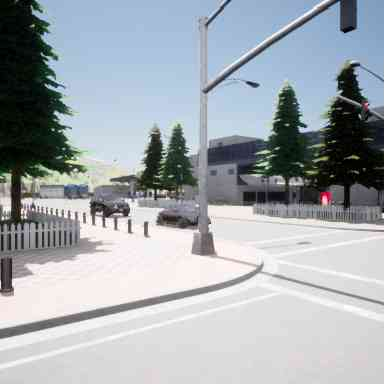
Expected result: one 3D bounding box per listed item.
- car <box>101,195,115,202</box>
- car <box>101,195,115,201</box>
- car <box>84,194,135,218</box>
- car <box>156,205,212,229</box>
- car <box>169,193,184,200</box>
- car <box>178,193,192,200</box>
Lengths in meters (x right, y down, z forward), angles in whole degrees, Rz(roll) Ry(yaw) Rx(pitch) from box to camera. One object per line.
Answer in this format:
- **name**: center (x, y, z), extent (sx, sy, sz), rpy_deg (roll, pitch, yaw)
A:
- **car**: center (-18.931, 1.389, 75.022), extent (1.845, 1.501, 3.633), rpy_deg (0, 0, -37)
- **car**: center (-20.958, 1.399, 82.757), extent (1.970, 1.475, 3.806), rpy_deg (0, 0, -37)
- **car**: center (-7.863, 1.237, 31.337), extent (2.150, 2.045, 5.566), rpy_deg (0, 0, -37)
- **car**: center (-0.606, 1.580, 21.731), extent (1.994, 1.385, 4.181), rpy_deg (0, 0, -37)
- **car**: center (-3.922, 1.113, 85.982), extent (1.932, 1.855, 4.605), rpy_deg (0, 0, -37)
- **car**: center (-1.834, 1.092, 88.044), extent (1.905, 1.878, 3.866), rpy_deg (0, 0, -37)
